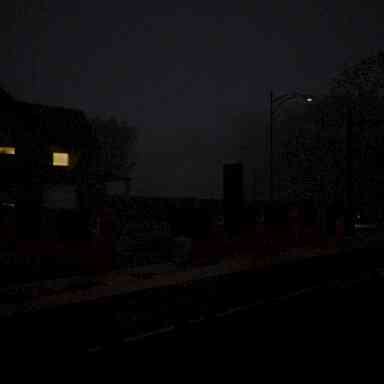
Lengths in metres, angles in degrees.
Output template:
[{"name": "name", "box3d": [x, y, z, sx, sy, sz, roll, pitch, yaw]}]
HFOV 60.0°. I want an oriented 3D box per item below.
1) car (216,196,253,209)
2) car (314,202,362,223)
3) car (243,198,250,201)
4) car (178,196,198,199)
[{"name": "car", "box3d": [5.480, 1.377, 43.477, 2.128, 1.511, 4.902, 0, 0, -36]}, {"name": "car", "box3d": [10.335, 1.472, 25.245, 1.812, 1.442, 4.674, 0, 0, -36]}, {"name": "car", "box3d": [5.018, 1.437, 32.641, 1.812, 1.442, 4.674, 0, 0, -36]}, {"name": "car", "box3d": [-0.202, 1.227, 39.898, 2.097, 1.767, 4.553, 0, 0, -36]}]
